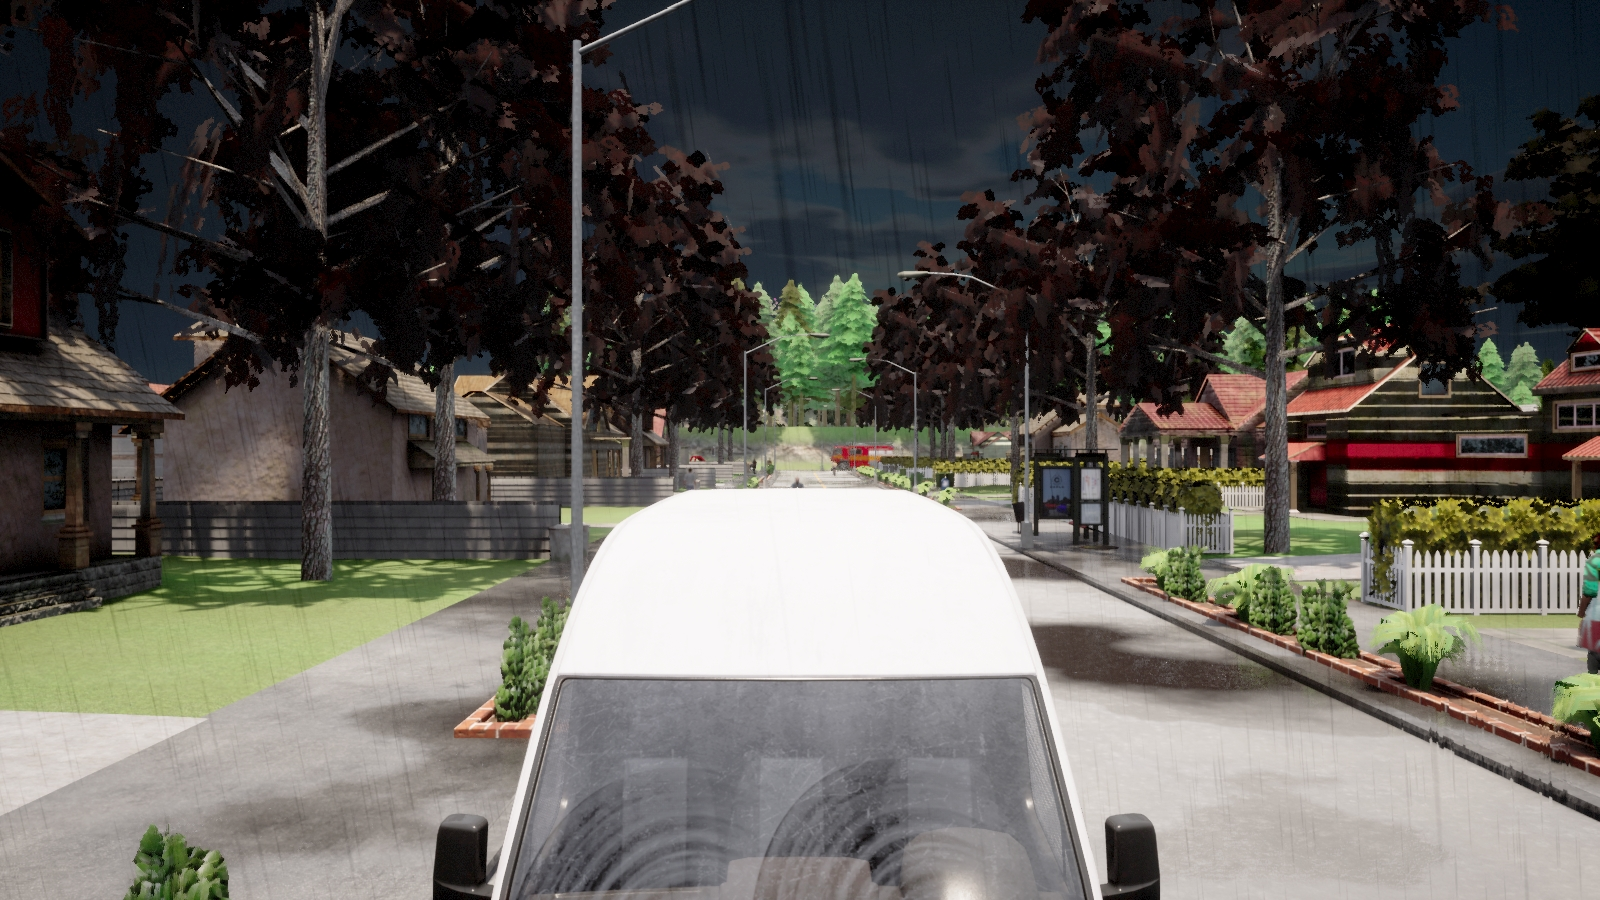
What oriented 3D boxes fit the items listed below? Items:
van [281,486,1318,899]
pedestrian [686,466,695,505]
[{"bbox_3d":[-0.006,1.534,5.149,1.988,2.561,5.915,0,0,0],"label":"van"},{"bbox_3d":[-5.387,1.743,56.192,0.375,1.860,0.375,0,0,-2],"label":"pedestrian"}]
